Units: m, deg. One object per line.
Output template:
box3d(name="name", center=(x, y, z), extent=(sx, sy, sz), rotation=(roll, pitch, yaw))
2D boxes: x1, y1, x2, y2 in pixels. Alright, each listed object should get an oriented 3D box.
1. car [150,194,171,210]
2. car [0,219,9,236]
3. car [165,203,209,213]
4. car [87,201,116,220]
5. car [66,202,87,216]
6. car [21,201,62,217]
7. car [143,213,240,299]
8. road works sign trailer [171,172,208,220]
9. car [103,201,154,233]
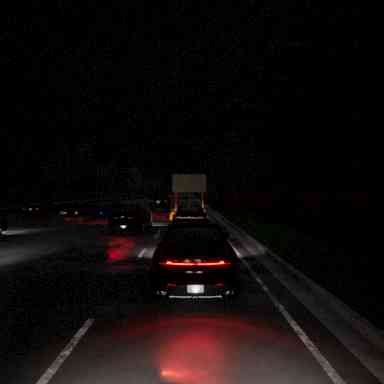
box3d(name="car", center=(-3.716, 1.219, 38.994), extent=(2.150, 2.045, 5.566), rotation=(0, 0, -1))
box3d(name="car", center=(-10.500, 1.547, 14.982), extent=(2.033, 1.411, 5.357), rotation=(0, 0, -1))
box3d(name="car", center=(-0.068, 1.488, 18.828), extent=(2.128, 1.511, 4.902), rotation=(0, 0, 1))
box3d(name="car", center=(-7.123, 1.478, 28.511), extent=(1.882, 1.535, 5.008), rotation=(0, 0, -1))
box3d(name="car", center=(-10.662, 1.601, 32.773), extent=(1.895, 1.301, 4.718), rotation=(0, 0, -1))
box3d(name="car", center=(-14.143, 1.547, 31.603), extent=(2.033, 1.411, 5.357), rotation=(0, 0, 0))
box3d(name="car", center=(0.047, 1.505, 8.439), extent=(1.837, 1.490, 4.892), rotation=(0, 0, 0))
box3d(name="road works sign trailer", center=(-0.186, 0.464, 22.698), extent=(2.380, 3.560, 2.880), rotation=(0, 0, -3))
box3d(name="car", center=(-3.543, 1.505, 19.500), extent=(1.837, 1.490, 4.892), rotation=(0, 0, 0))
